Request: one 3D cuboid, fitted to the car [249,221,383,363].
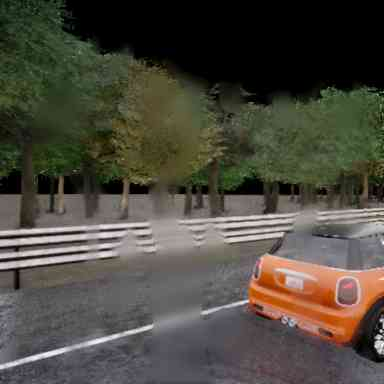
[{"bbox_3d":[3.241,1.350,6.111,4.553,1.767,2.097,0,0,-35],"label":"car"}]
